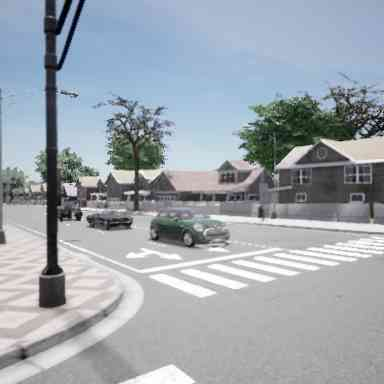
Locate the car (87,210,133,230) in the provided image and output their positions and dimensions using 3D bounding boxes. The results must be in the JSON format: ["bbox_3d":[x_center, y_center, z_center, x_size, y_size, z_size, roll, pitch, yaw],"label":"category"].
[{"bbox_3d":[-6.121,2.011,24.609,1.895,1.301,4.718,0,-1,-36],"label":"car"}]

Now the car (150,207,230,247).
[{"bbox_3d":[-0.204,1.578,16.460,2.097,1.767,4.553,0,-1,-37],"label":"car"}]

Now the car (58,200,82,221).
[{"bbox_3d":[-13.184,1.851,34.424,2.150,2.045,5.566,0,-1,-35],"label":"car"}]
